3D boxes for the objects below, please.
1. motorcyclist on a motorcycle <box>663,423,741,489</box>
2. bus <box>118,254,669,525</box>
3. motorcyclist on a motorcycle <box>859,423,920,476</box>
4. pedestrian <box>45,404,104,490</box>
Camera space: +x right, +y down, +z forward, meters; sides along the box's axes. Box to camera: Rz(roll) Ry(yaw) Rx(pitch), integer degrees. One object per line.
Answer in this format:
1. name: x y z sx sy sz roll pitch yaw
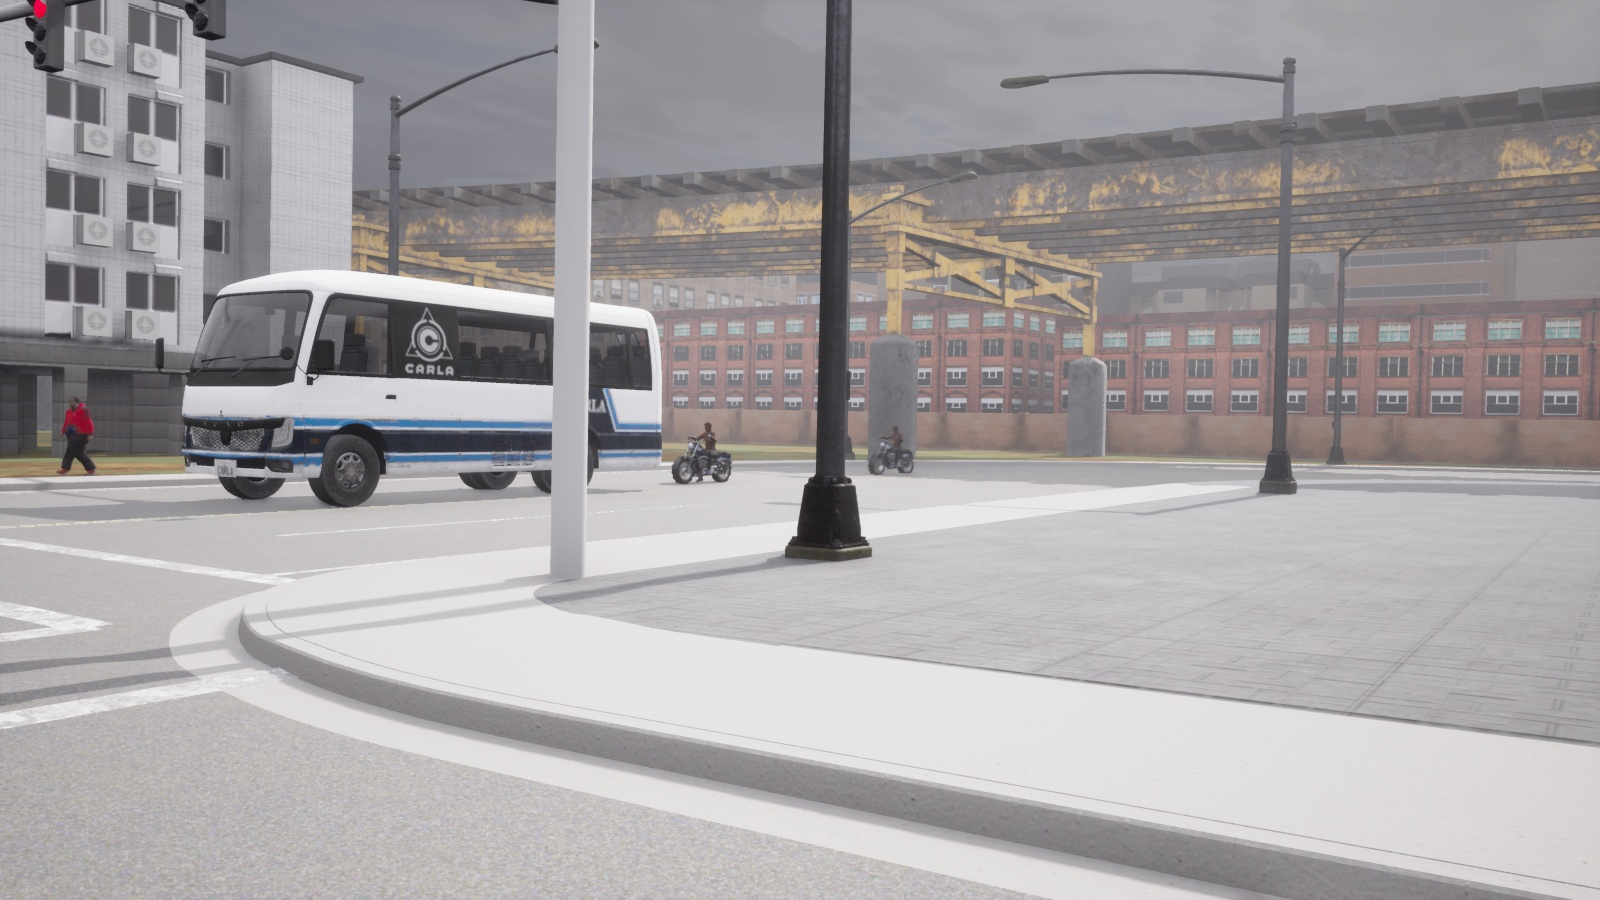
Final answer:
1. motorcyclist on a motorcycle: -2.527 0.120 32.663 0.766 1.649 2.350 1 1 33
2. bus: -7.392 -1.054 25.061 3.944 4.253 10.273 1 1 33
3. motorcyclist on a motorcycle: 2.927 -0.044 40.835 0.766 1.649 2.350 2 2 39
4. pedestrian: -15.893 -0.071 27.526 0.634 1.844 0.899 1 1 31
